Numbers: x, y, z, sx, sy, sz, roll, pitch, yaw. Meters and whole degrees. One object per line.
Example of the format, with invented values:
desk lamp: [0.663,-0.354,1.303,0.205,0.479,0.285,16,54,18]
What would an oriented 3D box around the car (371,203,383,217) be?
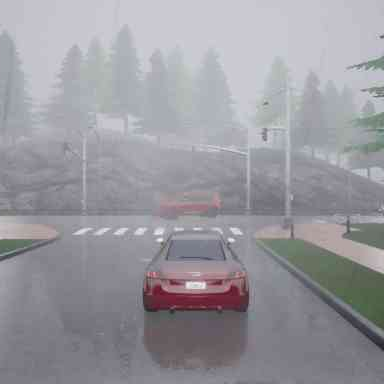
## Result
car: [17.186,1.189,27.215,4.553,1.767,2.097,0,0,0]

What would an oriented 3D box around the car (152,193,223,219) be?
car: [-0.292,1.071,25.687,5.566,2.045,2.150,0,0,-25]

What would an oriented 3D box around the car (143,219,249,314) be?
car: [0.084,1.564,7.685,1.994,1.385,4.181,0,0,0]
